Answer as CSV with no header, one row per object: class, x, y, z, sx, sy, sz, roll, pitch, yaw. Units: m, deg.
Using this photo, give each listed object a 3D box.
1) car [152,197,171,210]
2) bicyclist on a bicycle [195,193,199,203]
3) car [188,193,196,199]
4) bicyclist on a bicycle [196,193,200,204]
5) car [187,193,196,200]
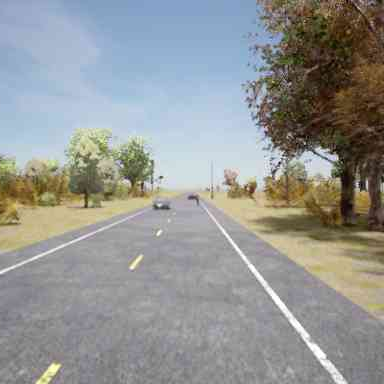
car,-3.587,1.330,39.511,2.128,1.511,4.902,0,0,0
bicyclist on a bicycle,0.967,1.114,61.081,0.659,1.776,1.843,0,0,0
car,0.007,1.074,91.824,2.033,1.411,5.357,0,0,0
bicyclist on a bicycle,0.967,1.241,50.939,0.582,1.620,1.656,0,0,0
car,0.006,1.161,78.360,1.837,1.490,4.892,0,0,0
